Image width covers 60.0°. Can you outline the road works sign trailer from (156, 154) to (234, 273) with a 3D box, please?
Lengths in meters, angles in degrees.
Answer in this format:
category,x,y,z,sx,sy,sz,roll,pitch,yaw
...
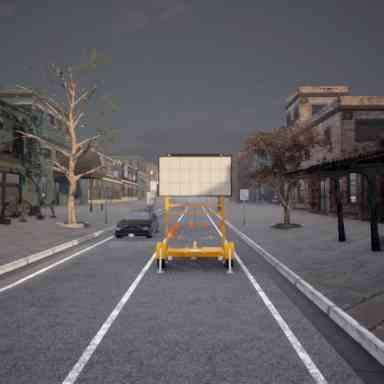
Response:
category,x,y,z,sx,sy,sz,roll,pitch,yaw
road works sign trailer,0.105,0.552,10.933,2.380,3.560,2.880,0,-1,1

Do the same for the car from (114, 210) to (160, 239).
category,x,y,z,sx,sy,sz,roll,pitch,yaw
car,-2.920,1.753,18.764,2.033,1.411,5.357,0,-1,1

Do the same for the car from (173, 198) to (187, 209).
category,x,y,z,sx,sy,sz,roll,pitch,yaw
car,-2.467,2.301,61.196,2.128,1.511,4.902,0,-1,1
